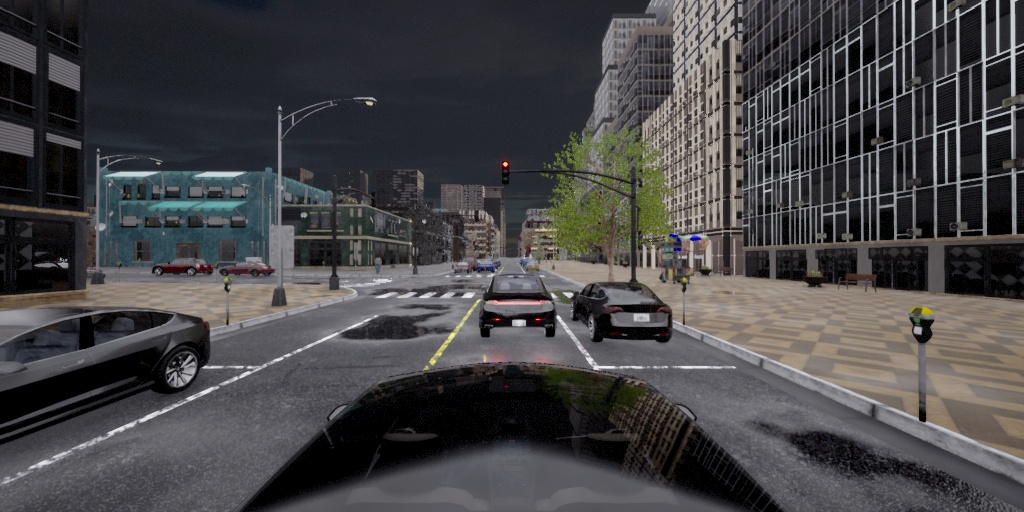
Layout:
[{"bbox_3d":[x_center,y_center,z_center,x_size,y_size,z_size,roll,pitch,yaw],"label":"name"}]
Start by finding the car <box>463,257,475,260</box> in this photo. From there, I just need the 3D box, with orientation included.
[{"bbox_3d":[-5.670,1.068,47.566,2.192,1.841,5.009,0,0,0],"label":"car"}]

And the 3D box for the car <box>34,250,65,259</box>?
[{"bbox_3d":[-39.228,0.509,28.118,5.566,2.045,2.150,1,0,-1],"label":"car"}]

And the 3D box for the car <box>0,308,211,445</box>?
[{"bbox_3d":[-5.689,1.316,4.000,1.948,1.339,4.313,0,0,0],"label":"car"}]

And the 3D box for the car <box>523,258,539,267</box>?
[{"bbox_3d":[2.710,1.278,47.735,1.751,1.417,4.829,0,0,0],"label":"car"}]

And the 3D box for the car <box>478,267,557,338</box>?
[{"bbox_3d":[0.114,1.242,10.206,2.128,1.511,4.902,0,0,-1],"label":"car"}]

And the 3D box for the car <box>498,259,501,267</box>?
[{"bbox_3d":[-3.057,1.317,53.538,1.994,1.385,4.181,0,0,1],"label":"car"}]

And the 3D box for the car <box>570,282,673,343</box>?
[{"bbox_3d":[2.694,1.316,9.536,1.948,1.339,4.313,0,0,0],"label":"car"}]

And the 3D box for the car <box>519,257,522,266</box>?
[{"bbox_3d":[2.717,1.305,64.218,2.007,1.370,4.403,0,0,0],"label":"car"}]

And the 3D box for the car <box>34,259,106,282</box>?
[{"bbox_3d":[-28.242,0.980,22.481,4.207,1.307,1.802,0,0,-1],"label":"car"}]

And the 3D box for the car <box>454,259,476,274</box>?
[{"bbox_3d":[-5.673,1.335,42.015,1.802,1.307,4.207,0,0,0],"label":"car"}]

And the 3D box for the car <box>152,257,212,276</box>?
[{"bbox_3d":[-28.357,0.879,30.860,4.097,1.591,1.967,0,0,-1],"label":"car"}]

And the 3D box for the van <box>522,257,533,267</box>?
[{"bbox_3d":[2.713,1.094,53.116,1.690,1.789,3.998,0,0,0],"label":"van"}]

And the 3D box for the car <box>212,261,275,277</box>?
[{"bbox_3d":[-22.809,1.090,30.936,4.207,1.307,1.802,0,0,-1],"label":"car"}]

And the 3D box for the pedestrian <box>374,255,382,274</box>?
[{"bbox_3d":[-12.736,0.789,34.023,0.375,1.860,0.375,0,-1,-1],"label":"pedestrian"}]

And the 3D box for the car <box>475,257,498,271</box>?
[{"bbox_3d":[-3.083,1.230,43.687,1.882,1.535,5.008,0,0,0],"label":"car"}]
